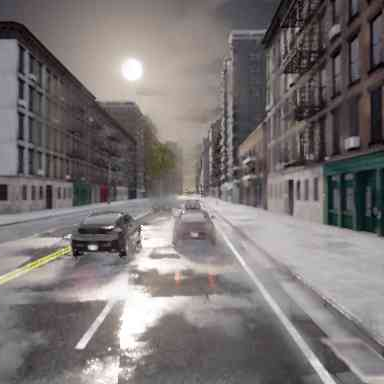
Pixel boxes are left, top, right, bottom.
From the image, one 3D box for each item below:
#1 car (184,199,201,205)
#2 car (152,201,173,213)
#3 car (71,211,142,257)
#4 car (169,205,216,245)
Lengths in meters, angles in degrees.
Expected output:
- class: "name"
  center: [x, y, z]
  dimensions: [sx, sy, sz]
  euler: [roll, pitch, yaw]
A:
- class: "car"
  center: [0.099, 1.583, 39.177]
  dimensions: [2.033, 1.411, 5.357]
  euler: [0, 0, 0]
- class: "car"
  center: [-3.150, 1.633, 36.535]
  dimensions: [1.895, 1.301, 4.718]
  euler: [0, 0, 0]
- class: "car"
  center: [-3.150, 1.512, 12.979]
  dimensions: [1.837, 1.490, 4.892]
  euler: [0, 0, 0]
- class: "car"
  center: [0.101, 1.535, 15.573]
  dimensions: [1.812, 1.442, 4.674]
  euler: [0, 0, 0]
